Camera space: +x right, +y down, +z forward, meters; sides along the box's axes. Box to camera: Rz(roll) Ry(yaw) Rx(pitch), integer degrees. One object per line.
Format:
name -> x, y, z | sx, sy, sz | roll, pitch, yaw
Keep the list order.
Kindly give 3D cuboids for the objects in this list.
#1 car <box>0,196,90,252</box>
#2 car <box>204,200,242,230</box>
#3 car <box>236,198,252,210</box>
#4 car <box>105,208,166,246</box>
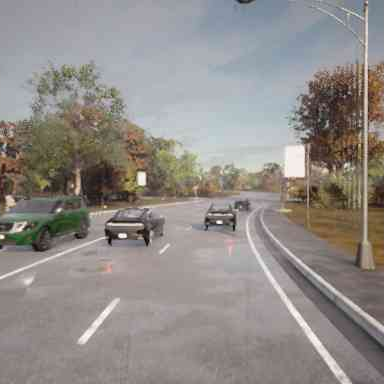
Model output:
car -> -6.268, 1.187, 14.132 | 2.150, 2.045, 5.566 | 0, 0, 6
car -> 1.888, 1.480, 20.944 | 2.128, 1.511, 4.902 | 0, 0, 8
car -> 6.388, 1.487, 42.010 | 1.837, 1.490, 4.892 | 0, 0, 15
car -> -2.412, 1.469, 15.176 | 2.128, 1.511, 4.902 | 0, 0, 6
